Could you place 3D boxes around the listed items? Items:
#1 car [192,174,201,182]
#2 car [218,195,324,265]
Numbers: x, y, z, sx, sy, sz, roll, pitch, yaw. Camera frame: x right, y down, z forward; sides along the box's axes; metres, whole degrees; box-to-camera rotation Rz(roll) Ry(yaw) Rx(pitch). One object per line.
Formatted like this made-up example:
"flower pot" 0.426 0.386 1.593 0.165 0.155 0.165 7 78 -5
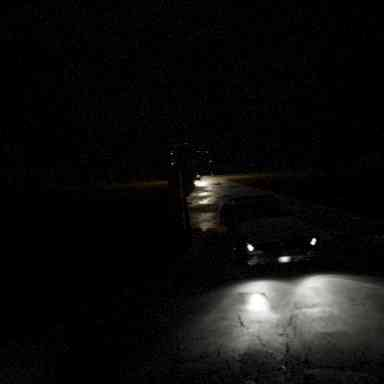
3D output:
"car" 0.475 -2.423 56.520 1.994 1.385 4.181 -5 4 -1
"car" 1.832 0.830 9.583 2.033 1.411 5.357 -5 4 -1
